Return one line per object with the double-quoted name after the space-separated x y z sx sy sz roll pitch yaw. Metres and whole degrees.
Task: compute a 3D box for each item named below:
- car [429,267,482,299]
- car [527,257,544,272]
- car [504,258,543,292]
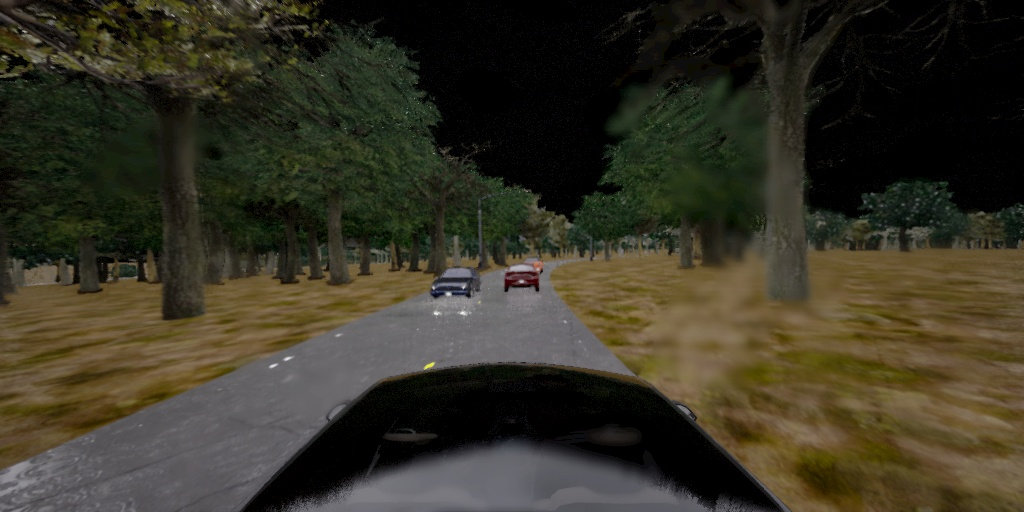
-2.666 1.272 18.312 2.033 1.411 5.357 -1 0 3 "car"
2.312 0.882 38.422 2.097 1.767 4.553 -1 0 8 "car"
0.593 1.127 20.757 1.882 1.535 5.008 -1 0 3 "car"
